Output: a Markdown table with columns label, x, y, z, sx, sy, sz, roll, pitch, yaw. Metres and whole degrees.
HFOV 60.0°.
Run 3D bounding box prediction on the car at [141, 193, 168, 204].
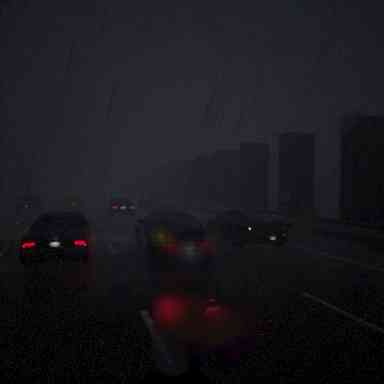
| label | x | y | z | sx | sy | sz | roll | pitch | yaw |
| --- | --- | --- | --- | --- | --- | --- | --- | --- | --- |
| car | -3.767 | 0.870 | 31.525 | 2.097 | 1.767 | 4.553 | 1 | 1 | -19 |

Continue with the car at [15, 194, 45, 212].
| label | x | y | z | sx | sy | sz | roll | pitch | yaw |
| --- | --- | --- | --- | --- | --- | --- | --- | --- | --- |
| car | -13.812 | 0.878 | 28.465 | 2.128 | 1.511 | 4.902 | 1 | 1 | -19 |

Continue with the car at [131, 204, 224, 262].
| label | x | y | z | sx | sy | sz | roll | pitch | yaw |
| --- | --- | --- | --- | --- | --- | --- | --- | --- | --- |
| car | -0.772 | 1.362 | 11.427 | 1.812 | 1.442 | 4.674 | 1 | 1 | -18 |

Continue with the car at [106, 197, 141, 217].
| label | x | y | z | sx | sy | sz | roll | pitch | yaw |
| --- | --- | --- | --- | --- | --- | --- | --- | --- | --- |
| car | -5.639 | 1.106 | 26.066 | 2.033 | 1.411 | 5.357 | 1 | 1 | -18 |

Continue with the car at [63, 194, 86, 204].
| label | x | y | z | sx | sy | sz | roll | pitch | yaw |
| --- | --- | --- | --- | --- | --- | --- | --- | --- | --- |
| car | -10.997 | 0.878 | 31.057 | 1.882 | 1.535 | 5.008 | 1 | 1 | -19 |

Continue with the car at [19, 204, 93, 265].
| label | x | y | z | sx | sy | sz | roll | pitch | yaw |
| --- | --- | --- | --- | --- | --- | --- | --- | --- | --- |
| car | -4.259 | 1.332 | 10.830 | 2.033 | 1.411 | 5.357 | 1 | 1 | -18 |

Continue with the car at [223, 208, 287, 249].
| label | x | y | z | sx | sy | sz | roll | pitch | yaw |
| --- | --- | --- | --- | --- | --- | --- | --- | --- | --- |
| car | 2.122 | 1.380 | 13.835 | 1.812 | 1.442 | 4.674 | 1 | 1 | -18 |
